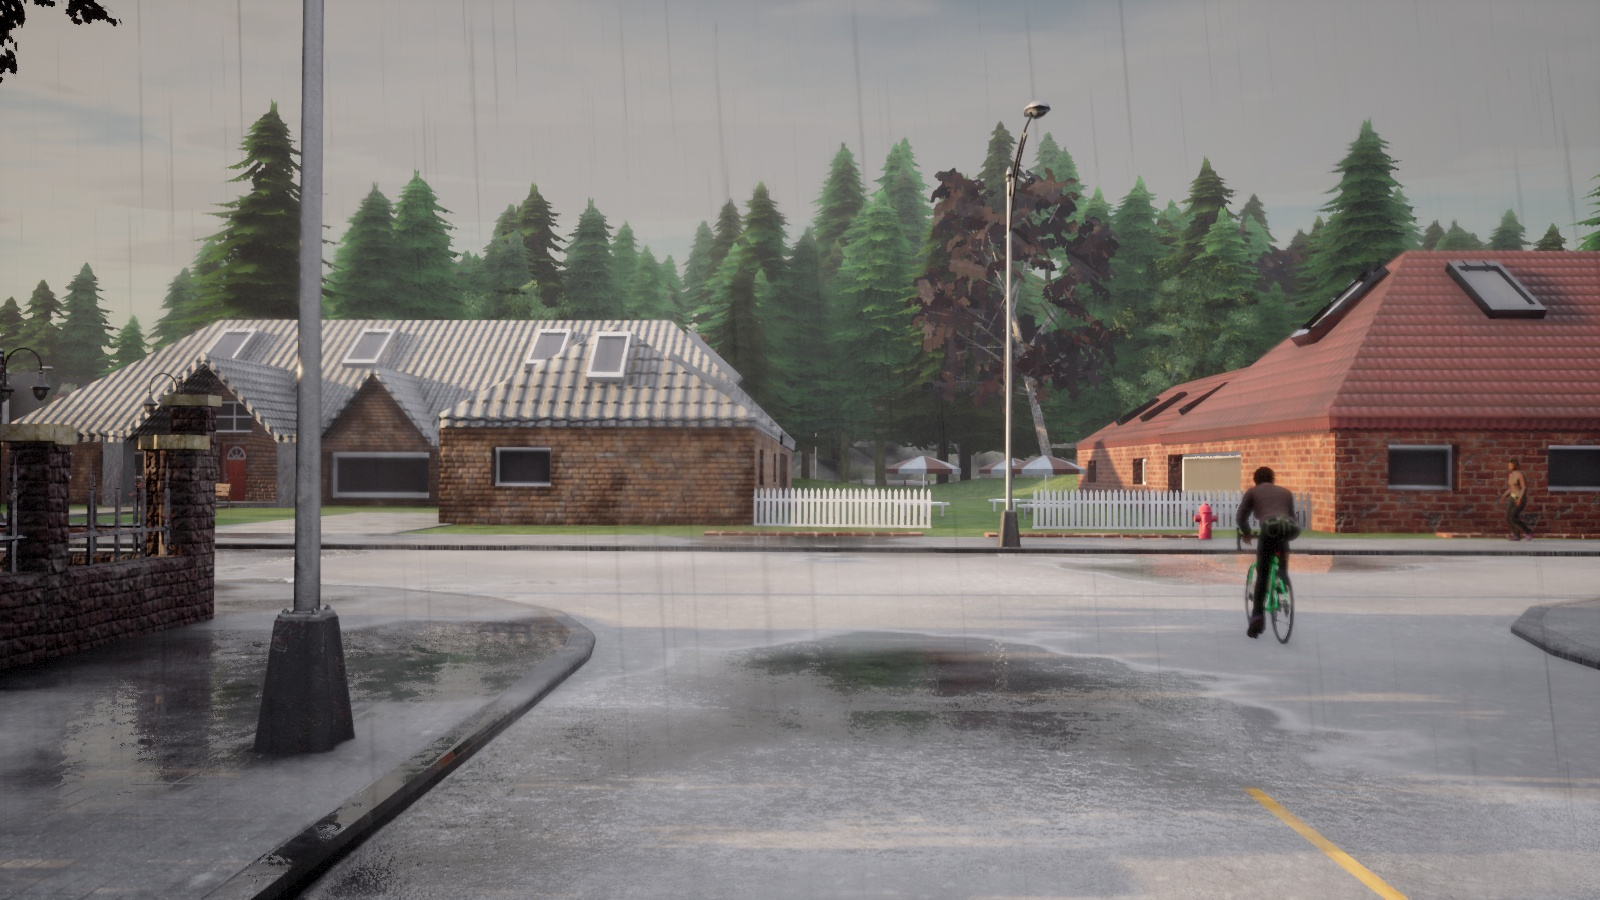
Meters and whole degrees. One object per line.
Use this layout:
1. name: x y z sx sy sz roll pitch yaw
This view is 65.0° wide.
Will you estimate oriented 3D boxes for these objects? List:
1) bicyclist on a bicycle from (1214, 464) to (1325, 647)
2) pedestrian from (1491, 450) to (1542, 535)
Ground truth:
1. bicyclist on a bicycle: 4.454 0.951 12.005 0.582 1.620 1.656 0 -1 6
2. pedestrian: 15.317 0.913 26.848 0.869 1.805 0.328 0 -1 -1
